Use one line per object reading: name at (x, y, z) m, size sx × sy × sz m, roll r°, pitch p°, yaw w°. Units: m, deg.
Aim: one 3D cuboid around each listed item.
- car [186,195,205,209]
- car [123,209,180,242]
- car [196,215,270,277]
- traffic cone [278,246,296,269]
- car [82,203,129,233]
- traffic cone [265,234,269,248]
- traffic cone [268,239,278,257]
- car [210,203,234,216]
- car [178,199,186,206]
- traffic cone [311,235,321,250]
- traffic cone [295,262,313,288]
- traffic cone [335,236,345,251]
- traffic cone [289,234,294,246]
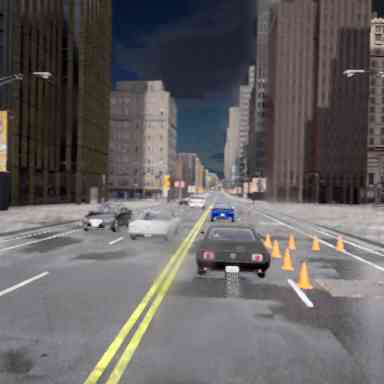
car at (0.840, 1.490, 50.066) m, size 2.150 × 2.045 × 5.566 m, roll 1°, pitch 0°, yaw 5°
car at (-1.776, 1.616, 16.793) m, size 1.895 × 1.301 × 4.718 m, roll 1°, pitch 0°, yaw 4°
car at (1.196, 1.661, 10.553) m, size 1.895 × 1.301 × 4.718 m, roll 1°, pitch 0°, yaw 4°
traffic cone at (2.940, 2.056, 10.265) m, size 0.340 × 0.580 × 0.340 m, roll 1°, pitch 0°, yaw 4°
car at (-4.812, 1.448, 19.625) m, size 2.128 × 1.511 × 4.902 m, roll 1°, pitch 0°, yaw 4°
traffic cone at (3.251, 2.078, 14.253) m, size 0.340 × 0.580 × 0.340 m, roll 1°, pitch 0°, yaw 4°
traffic cone at (3.095, 2.067, 12.259) m, size 0.340 × 0.580 × 0.340 m, roll 1°, pitch 0°, yaw 4°
car at (2.589, 1.650, 28.353) m, size 1.882 × 1.535 × 5.008 m, roll 1°, pitch 0°, yaw 4°
car at (-1.405, 1.903, 62.321) m, size 1.895 × 1.301 × 4.718 m, roll 1°, pitch 0°, yaw 5°
traffic cone at (5.244, 2.124, 14.097) m, size 0.340 × 0.580 × 0.340 m, roll 1°, pitch 0°, yaw 4°
traffic cone at (2.784, 2.045, 8.271) m, size 0.340 × 0.580 × 0.340 m, roll 1°, pitch 0°, yaw 4°
traffic cone at (6.241, 2.147, 14.019) m, size 0.340 × 0.580 × 0.340 m, roll 1°, pitch 0°, yaw 4°
traffic cone at (4.248, 2.101, 14.175) m, size 0.340 × 0.580 × 0.340 m, roll 1°, pitch 0°, yaw 4°
